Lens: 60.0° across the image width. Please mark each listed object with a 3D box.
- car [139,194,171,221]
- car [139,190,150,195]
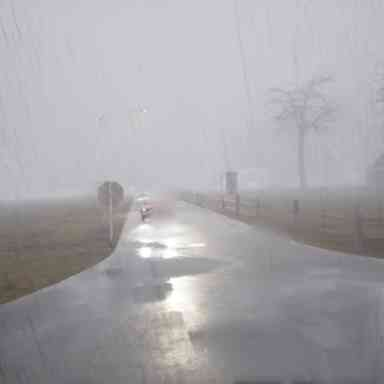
[{"bbox_3d":[-2.458,1.069,21.908,1.895,1.301,4.718,-1,1,-9],"label":"car"},{"bbox_3d":[-8.212,0.253,57.465,1.895,1.301,4.718,-1,1,-9],"label":"car"}]
